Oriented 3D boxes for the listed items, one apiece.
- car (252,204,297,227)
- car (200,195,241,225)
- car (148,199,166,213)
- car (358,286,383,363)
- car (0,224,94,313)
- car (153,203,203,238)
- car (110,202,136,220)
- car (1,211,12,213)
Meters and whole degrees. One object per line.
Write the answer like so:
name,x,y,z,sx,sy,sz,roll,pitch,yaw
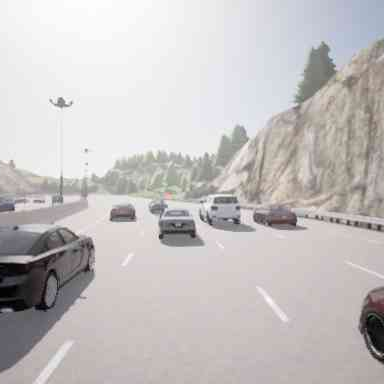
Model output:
car,5.547,1.530,22.757,1.994,1.385,4.181,0,0,-7
car,1.900,1.194,23.965,2.150,2.045,5.566,0,0,-7
car,-3.745,1.519,36.581,2.033,1.411,5.357,0,0,-12
car,3.460,1.553,3.203,1.994,1.385,4.181,0,0,-1
car,-3.686,1.478,7.742,1.882,1.535,5.008,0,0,-3
car,-0.873,1.532,17.616,2.033,1.411,5.357,0,0,-6
car,-5.837,1.548,28.312,1.994,1.385,4.181,0,0,-9
car,-16.516,1.229,27.572,2.150,2.045,5.566,0,0,-9
